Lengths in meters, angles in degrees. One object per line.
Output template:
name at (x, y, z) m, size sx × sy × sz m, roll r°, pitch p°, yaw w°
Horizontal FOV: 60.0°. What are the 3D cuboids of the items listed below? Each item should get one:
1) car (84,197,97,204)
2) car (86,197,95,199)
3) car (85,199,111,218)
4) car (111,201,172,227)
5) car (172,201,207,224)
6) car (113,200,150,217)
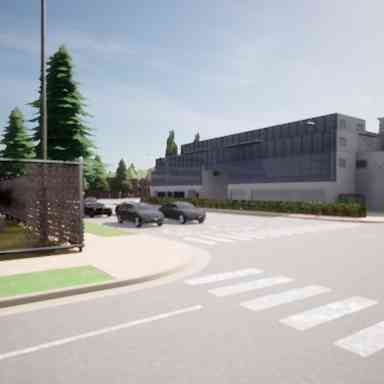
car at (-19.631, 1.594, 64.621) m, size 1.895 × 1.301 × 4.718 m, roll 0°, pitch 0°, yaw -12°
car at (-12.381, 1.603, 41.686) m, size 1.895 × 1.301 × 4.718 m, roll 0°, pitch 0°, yaw -34°
car at (-8.959, 1.606, 30.630) m, size 1.895 × 1.301 × 4.718 m, roll 0°, pitch 0°, yaw -35°
car at (-3.644, 1.511, 23.046) m, size 1.837 × 1.490 × 4.892 m, roll 0°, pitch 0°, yaw -35°
car at (-0.853, 1.507, 25.158) m, size 1.837 × 1.490 × 4.892 m, roll 0°, pitch 0°, yaw -35°
car at (-5.961, 1.566, 32.461) m, size 1.994 × 1.385 × 4.181 m, roll 0°, pitch 0°, yaw -35°
